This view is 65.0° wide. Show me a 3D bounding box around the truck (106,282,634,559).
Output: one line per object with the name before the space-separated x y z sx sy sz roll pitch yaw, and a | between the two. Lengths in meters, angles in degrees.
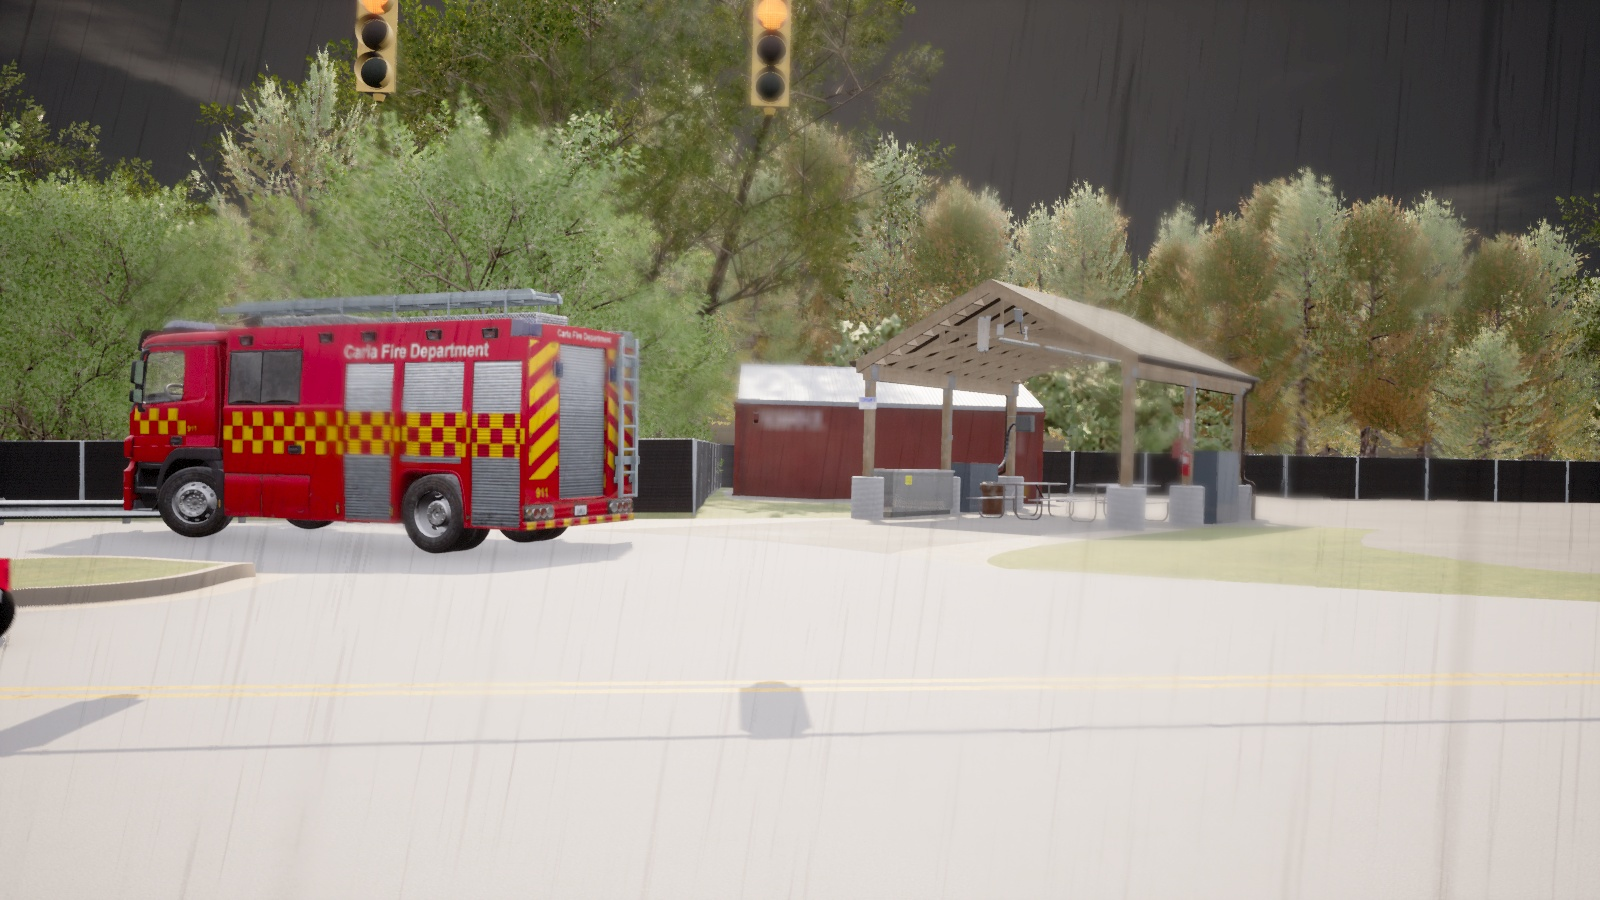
truck | -7.109 -0.474 20.463 8.468 3.827 2.891 1 1 25

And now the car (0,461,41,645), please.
car | -7.088 0.778 9.152 2.207 1.376 1.481 0 0 -1
